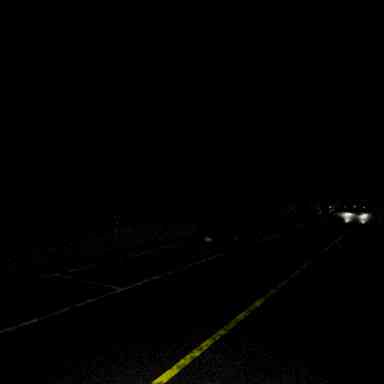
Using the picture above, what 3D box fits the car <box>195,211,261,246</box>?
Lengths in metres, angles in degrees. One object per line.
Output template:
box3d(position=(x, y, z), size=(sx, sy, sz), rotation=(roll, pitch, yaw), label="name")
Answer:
box3d(position=(1.807, 1.566, 15.379), size=(1.947, 1.339, 4.313), rotation=(0, 0, 32), label="car")

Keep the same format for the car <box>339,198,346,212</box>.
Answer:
box3d(position=(16.359, 1.442, 38.861), size=(1.967, 1.590, 4.097), rotation=(0, 0, 32), label="car")

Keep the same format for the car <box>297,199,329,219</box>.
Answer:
box3d(position=(10.538, 1.583, 29.468), size=(1.802, 1.307, 4.206), rotation=(0, 0, 32), label="car")

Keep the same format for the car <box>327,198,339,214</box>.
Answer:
box3d(position=(13.448, 1.567, 34.165), size=(1.947, 1.339, 4.313), rotation=(0, 0, 32), label="car")

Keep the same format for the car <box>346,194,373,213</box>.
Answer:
box3d(position=(18.793, 1.225, 37.784), size=(2.150, 2.045, 5.566), rotation=(0, 0, 32), label="car")
